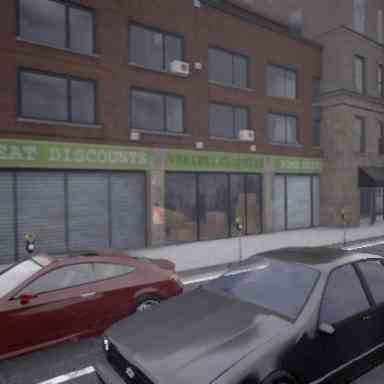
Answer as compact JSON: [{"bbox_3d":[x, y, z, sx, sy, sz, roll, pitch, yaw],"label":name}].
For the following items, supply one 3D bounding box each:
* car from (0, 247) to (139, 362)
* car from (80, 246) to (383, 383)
[{"bbox_3d":[-2.081,1.571,5.059,4.206,1.307,1.802,-1,0,-36],"label":"car"},{"bbox_3d":[1.545,1.512,4.485,5.357,1.411,2.033,-1,0,-36],"label":"car"}]
